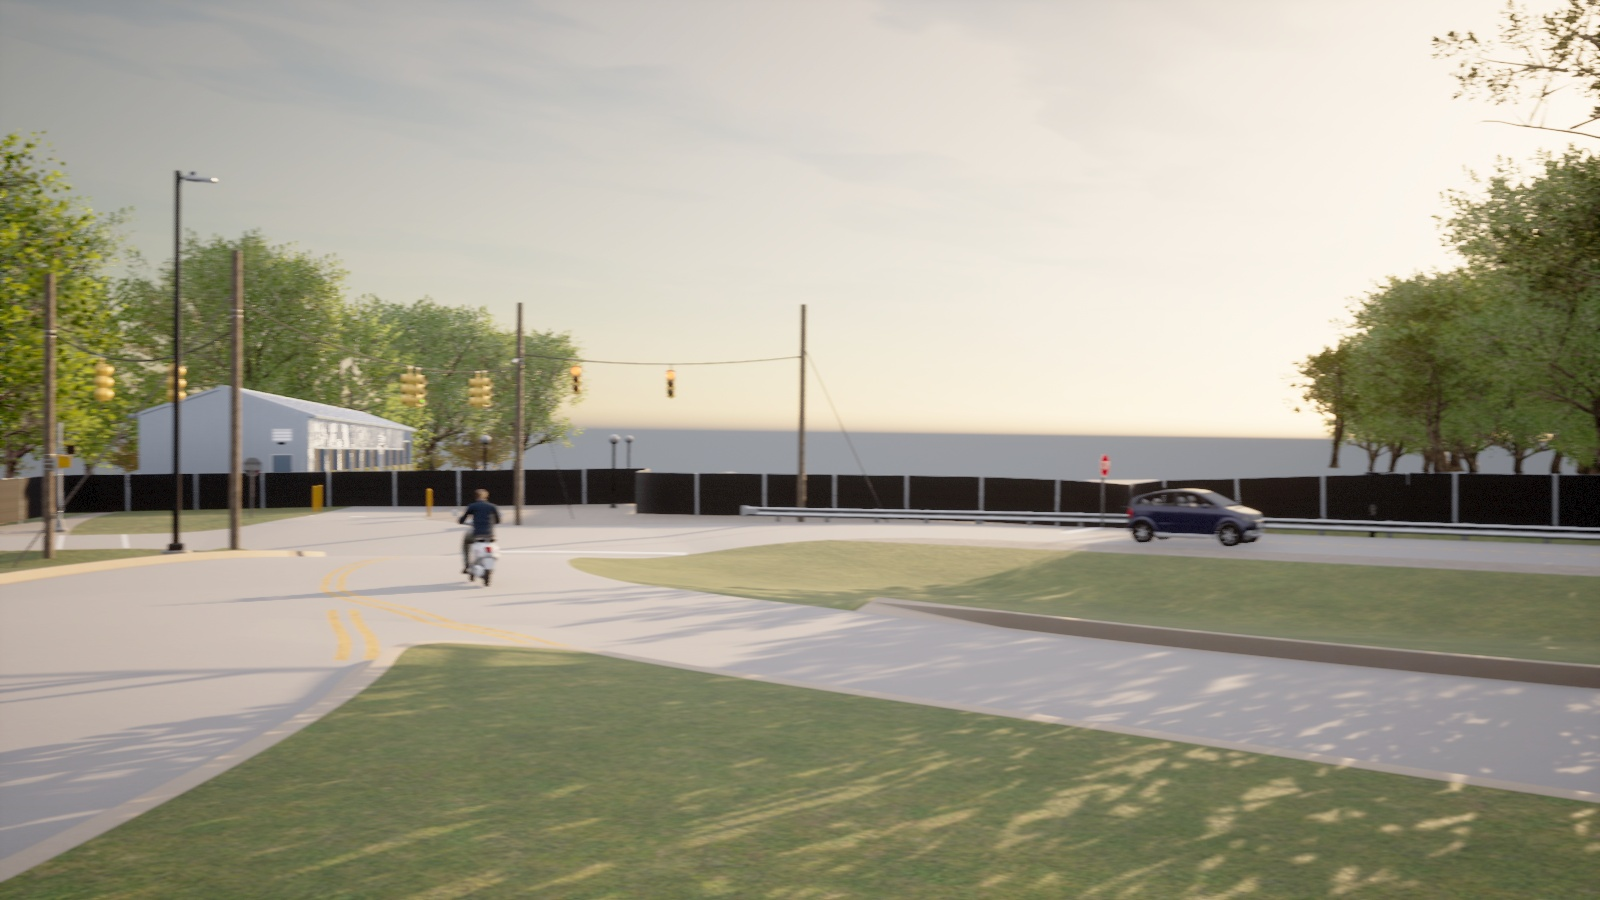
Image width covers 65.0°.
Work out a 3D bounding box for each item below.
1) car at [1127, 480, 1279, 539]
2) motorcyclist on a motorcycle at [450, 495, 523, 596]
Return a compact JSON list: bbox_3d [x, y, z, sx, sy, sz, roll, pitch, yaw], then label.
[{"bbox_3d":[11.478,1.670,35.873,3.705,1.549,1.789,-2,0,38],"label":"car"},{"bbox_3d":[-5.241,1.565,20.925,0.866,1.590,1.817,0,-3,-24],"label":"motorcyclist on a motorcycle"}]
